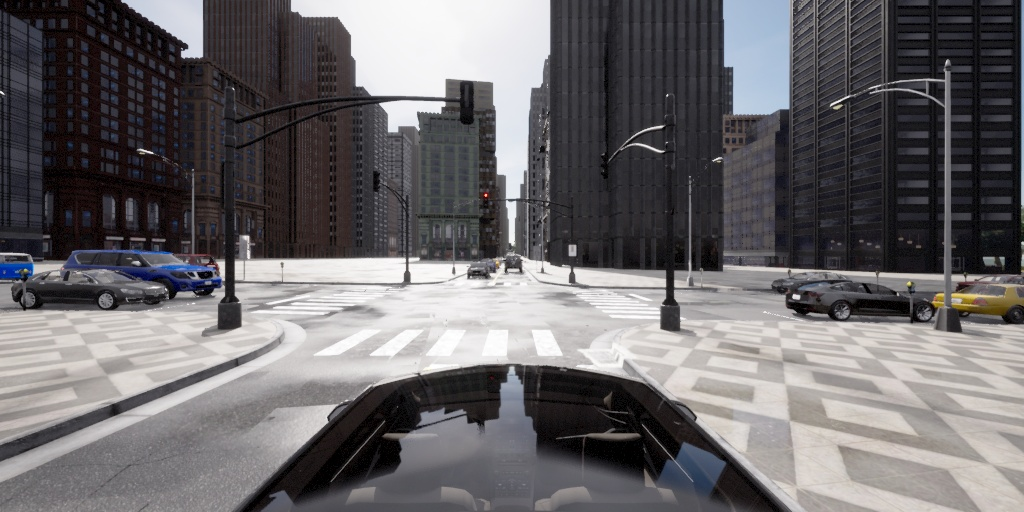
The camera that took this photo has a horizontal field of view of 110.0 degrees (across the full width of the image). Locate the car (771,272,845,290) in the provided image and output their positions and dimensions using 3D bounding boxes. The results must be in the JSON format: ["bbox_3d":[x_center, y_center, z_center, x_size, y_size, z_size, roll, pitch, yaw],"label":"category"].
[{"bbox_3d":[17.820,1.590,21.208,4.403,1.370,2.007,0,0,0],"label":"car"}]

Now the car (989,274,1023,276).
[{"bbox_3d":[29.106,1.765,21.183,4.507,1.381,1.888,0,0,0],"label":"car"}]

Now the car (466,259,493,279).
[{"bbox_3d":[-3.035,1.253,33.250,1.837,1.490,4.892,0,0,0],"label":"car"}]

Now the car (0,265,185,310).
[{"bbox_3d":[-14.758,1.116,12.661,4.403,1.370,2.007,0,0,0],"label":"car"}]

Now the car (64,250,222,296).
[{"bbox_3d":[-15.814,0.771,15.419,5.566,2.045,2.150,1,0,0],"label":"car"}]

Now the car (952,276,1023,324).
[{"bbox_3d":[17.962,1.570,12.683,4.829,1.417,1.751,0,0,0],"label":"car"}]

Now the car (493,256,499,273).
[{"bbox_3d":[-3.009,1.100,43.502,2.097,1.767,4.553,0,0,0],"label":"car"}]

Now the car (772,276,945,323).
[{"bbox_3d":[12.150,1.523,12.696,4.313,1.339,1.948,0,0,0],"label":"car"}]

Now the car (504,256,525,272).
[{"bbox_3d":[0.189,0.969,45.528,2.150,2.045,5.566,0,0,0],"label":"car"}]

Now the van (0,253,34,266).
[{"bbox_3d":[-31.105,0.679,21.224,3.998,1.789,1.690,0,0,0],"label":"van"}]
